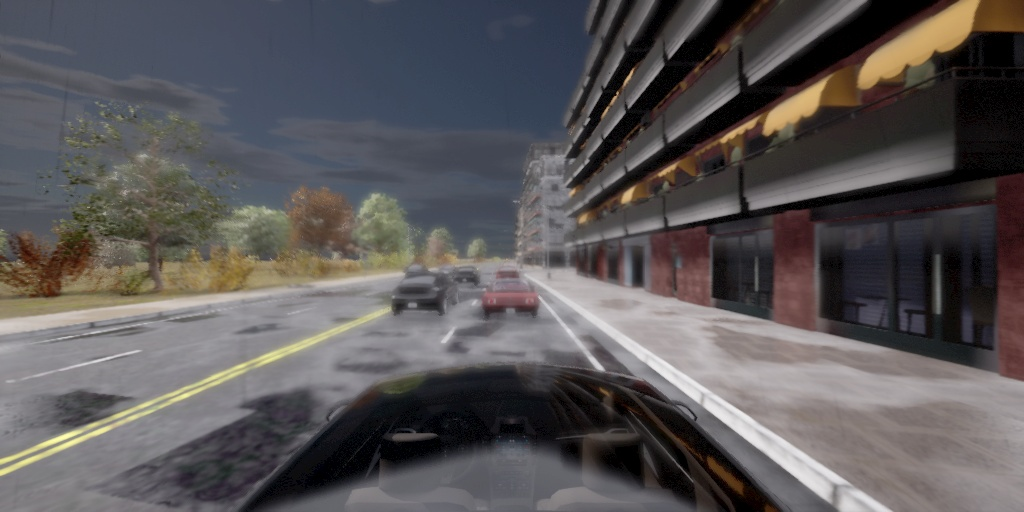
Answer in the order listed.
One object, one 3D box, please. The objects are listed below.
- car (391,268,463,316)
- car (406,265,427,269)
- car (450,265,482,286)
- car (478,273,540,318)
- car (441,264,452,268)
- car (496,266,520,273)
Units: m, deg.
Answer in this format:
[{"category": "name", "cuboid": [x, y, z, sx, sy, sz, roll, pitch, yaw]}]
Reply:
[{"category": "car", "cuboid": [-3.300, 1.403, 14.267, 1.837, 1.490, 4.892, 0, 0, 0]}, {"category": "car", "cuboid": [-10.522, 1.682, 39.714, 1.882, 1.535, 5.008, 0, -1, -2]}, {"category": "car", "cuboid": [-3.594, 1.581, 29.284, 1.837, 1.490, 4.892, 0, 0, -1]}, {"category": "car", "cuboid": [-0.045, 1.489, 13.655, 1.895, 1.301, 4.718, 0, -1, 0]}, {"category": "car", "cuboid": [-7.309, 1.711, 41.035, 2.128, 1.511, 4.902, 0, -1, -2]}, {"category": "car", "cuboid": [-0.367, 1.566, 30.560, 1.882, 1.535, 5.008, 0, 0, -1]}]
